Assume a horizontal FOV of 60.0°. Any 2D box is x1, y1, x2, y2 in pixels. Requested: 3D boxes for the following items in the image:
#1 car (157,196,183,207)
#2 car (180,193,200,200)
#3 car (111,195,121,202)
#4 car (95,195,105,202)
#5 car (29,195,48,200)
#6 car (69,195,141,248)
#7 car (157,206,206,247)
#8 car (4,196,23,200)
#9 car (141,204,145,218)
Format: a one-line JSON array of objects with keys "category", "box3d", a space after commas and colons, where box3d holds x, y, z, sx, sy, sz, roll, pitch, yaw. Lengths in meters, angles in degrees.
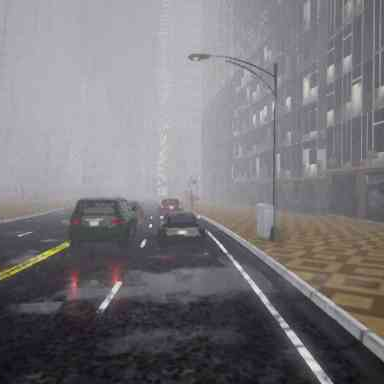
[{"category": "car", "box3d": [-2.042, 1.330, 30.250, 2.097, 1.767, 4.553, 0, 0, -8]}, {"category": "car", "box3d": [-0.538, 1.354, 91.078, 5.009, 1.841, 2.192, 0, 0, -10]}, {"category": "car", "box3d": [-16.874, 1.359, 73.606, 1.994, 1.385, 4.181, 0, 0, -11]}, {"category": "car", "box3d": [-19.732, 1.415, 71.332, 1.812, 1.442, 4.674, 0, 0, -11]}, {"category": "car", "box3d": [-38.809, 1.390, 83.944, 4.313, 1.339, 1.947, 0, 0, -10]}, {"category": "car", "box3d": [-3.759, 1.246, 14.845, 2.150, 2.045, 5.566, 0, 0, -4]}, {"category": "car", "box3d": [-0.514, 1.558, 15.034, 1.994, 1.385, 4.181, 0, 0, -4]}, {"category": "car", "box3d": [-44.409, 1.374, 82.957, 4.206, 1.307, 1.802, 0, 0, -10]}, {"category": "car", "box3d": [-5.267, 1.504, 29.848, 1.812, 1.442, 4.674, 0, 0, -8]}]
